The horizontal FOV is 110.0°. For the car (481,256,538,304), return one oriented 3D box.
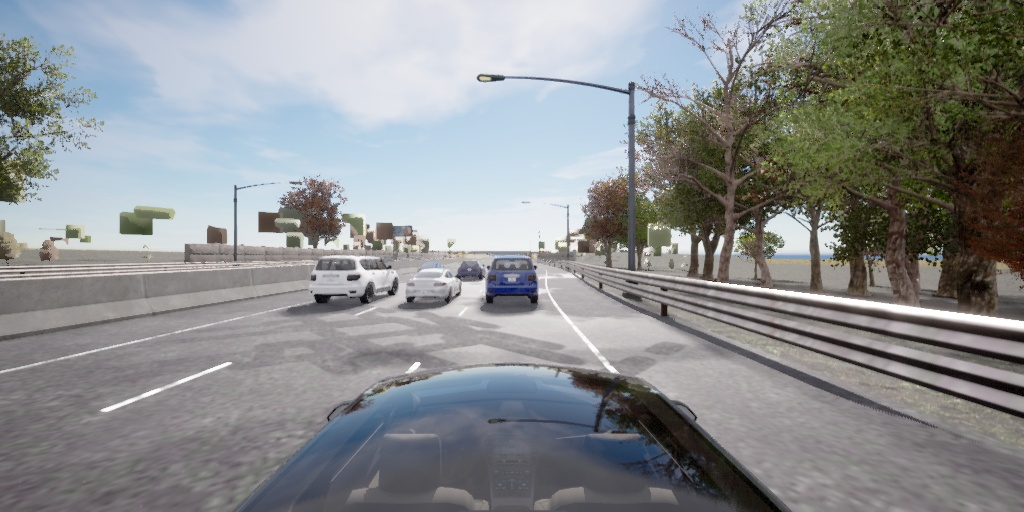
[{"bbox_3d":[0.000,1.007,16.531,2.150,2.045,5.566,0,0,0],"label":"car"}]

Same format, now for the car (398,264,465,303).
[{"bbox_3d":[-3.500,1.283,16.501,1.812,1.442,4.674,0,0,0],"label":"car"}]

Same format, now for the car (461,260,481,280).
[{"bbox_3d":[-3.500,1.125,31.471,2.097,1.767,4.553,0,0,0],"label":"car"}]

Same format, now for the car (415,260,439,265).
[{"bbox_3d":[-7.000,1.292,31.501,1.812,1.442,4.674,0,0,0],"label":"car"}]

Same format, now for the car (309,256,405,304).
[{"bbox_3d":[-7.000,1.007,16.531,2.150,2.045,5.566,0,0,0],"label":"car"}]
